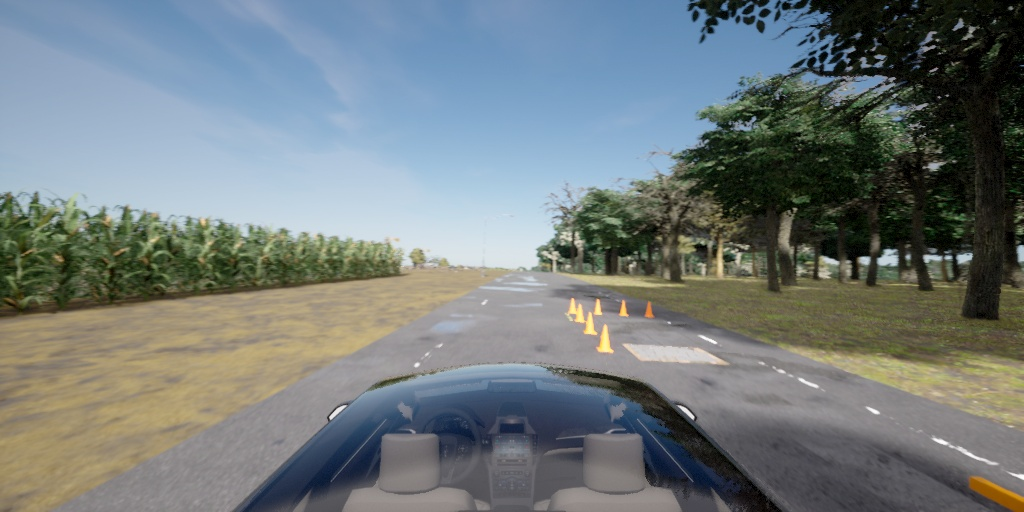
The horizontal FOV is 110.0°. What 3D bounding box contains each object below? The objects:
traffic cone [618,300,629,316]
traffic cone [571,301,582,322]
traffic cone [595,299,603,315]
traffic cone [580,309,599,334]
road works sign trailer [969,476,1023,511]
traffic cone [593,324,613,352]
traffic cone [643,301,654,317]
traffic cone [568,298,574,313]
[{"bbox_3d":[4.393,2.046,14.174,0.340,0.580,0.340,0,0,3],"label":"traffic cone"},{"bbox_3d":[2.310,1.934,12.267,0.340,0.580,0.340,0,0,3],"label":"traffic cone"},{"bbox_3d":[3.396,2.006,14.219,0.340,0.580,0.340,0,0,3],"label":"traffic cone"},{"bbox_3d":[2.220,1.904,10.269,0.340,0.580,0.340,0,0,3],"label":"traffic cone"},{"bbox_3d":[3.304,0.343,1.197,2.380,3.560,2.880,0,0,3],"label":"road works sign trailer"},{"bbox_3d":[2.131,1.874,8.271,0.340,0.580,0.340,0,0,3],"label":"traffic cone"},{"bbox_3d":[5.390,2.086,14.129,0.340,0.580,0.340,0,0,3],"label":"traffic cone"},{"bbox_3d":[2.399,1.965,14.264,0.340,0.580,0.340,0,0,3],"label":"traffic cone"}]
